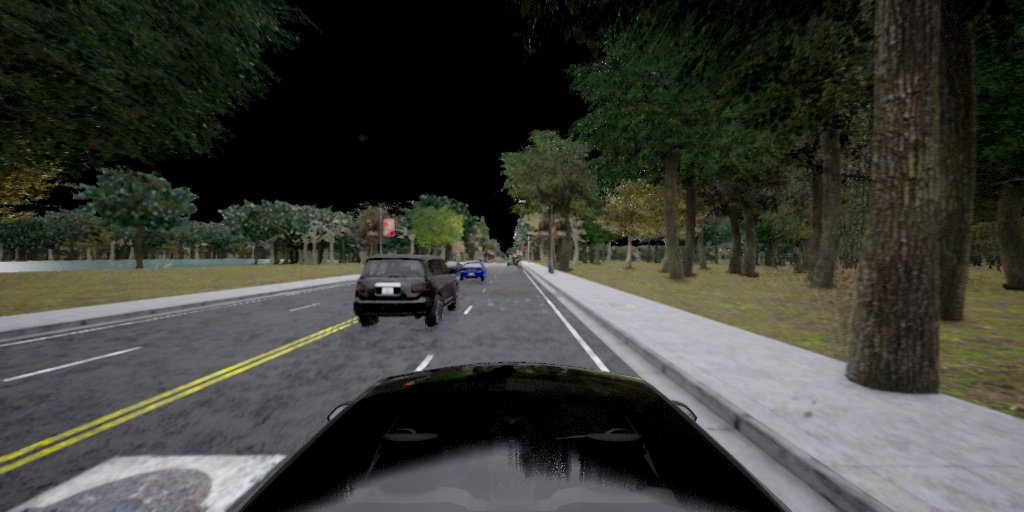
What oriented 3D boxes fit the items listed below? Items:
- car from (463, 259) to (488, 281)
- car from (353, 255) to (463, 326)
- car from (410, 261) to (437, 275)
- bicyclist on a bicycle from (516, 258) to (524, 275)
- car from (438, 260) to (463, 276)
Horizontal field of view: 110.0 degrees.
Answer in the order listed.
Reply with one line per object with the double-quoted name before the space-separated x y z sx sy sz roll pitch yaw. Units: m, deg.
"car" -3.148 1.242 30.222 1.882 1.535 5.008 0 0 0
"car" -3.150 0.976 11.772 2.150 2.045 5.566 0 0 0
"car" -9.830 1.334 40.286 1.994 1.385 4.181 0 0 0
"bicyclist on a bicycle" 0.899 1.205 38.883 0.866 1.612 1.509 0 0 0
"car" -6.584 1.246 38.775 1.882 1.535 5.008 0 0 0
